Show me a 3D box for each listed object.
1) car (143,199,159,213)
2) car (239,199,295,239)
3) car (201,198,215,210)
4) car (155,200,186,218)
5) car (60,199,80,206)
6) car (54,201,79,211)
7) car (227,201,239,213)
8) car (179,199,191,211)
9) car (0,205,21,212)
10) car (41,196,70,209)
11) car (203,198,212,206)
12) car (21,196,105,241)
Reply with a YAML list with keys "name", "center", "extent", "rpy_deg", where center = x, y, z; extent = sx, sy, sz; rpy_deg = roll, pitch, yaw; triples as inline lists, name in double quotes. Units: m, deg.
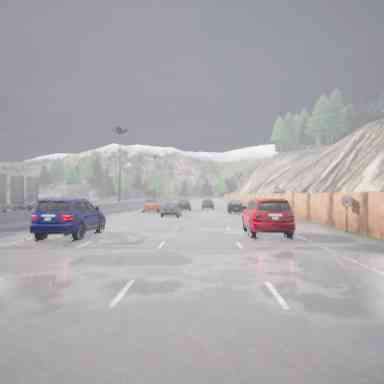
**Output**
- name: "car"
  center: [-4.984, 1.724, 43.104]
  extent: [2.097, 1.767, 4.553]
  rpy_deg: [0, -1, 3]
- name: "car"
  center: [4.126, 1.385, 18.624]
  extent: [2.150, 2.045, 5.566]
  rpy_deg: [0, 0, 2]
- name: "car"
  center: [2.503, 1.945, 52.354]
  extent: [2.128, 1.511, 4.902]
  rpy_deg: [0, 0, 3]
- name: "car"
  center: [-2.053, 1.842, 34.000]
  extent: [2.033, 1.411, 5.357]
  rpy_deg: [0, 0, 3]
- name: "car"
  center: [-24.981, 2.111, 68.378]
  extent: [2.033, 1.411, 5.357]
  rpy_deg: [0, 0, 2]
- name: "car"
  center: [-18.824, 2.031, 50.140]
  extent: [1.895, 1.301, 4.718]
  rpy_deg: [0, 0, 3]
- name: "car"
  center: [5.464, 1.844, 42.107]
  extent: [1.882, 1.535, 5.008]
  rpy_deg: [0, -1, 3]
- name: "car"
  center: [-1.188, 1.762, 47.308]
  extent: [2.097, 1.767, 4.553]
  rpy_deg: [0, 0, -1]
- name: "car"
  center: [-16.418, 1.870, 31.469]
  extent: [1.895, 1.301, 4.718]
  rpy_deg: [0, 0, 3]
- name: "car"
  center: [-22.115, 1.689, 54.267]
  extent: [2.150, 2.045, 5.566]
  rpy_deg: [0, -1, 3]
- name: "car"
  center: [3.151, 2.073, 68.723]
  extent: [1.882, 1.535, 5.008]
  rpy_deg: [0, 0, 2]
- name: "car"
  center: [-6.420, 1.373, 17.783]
  extent: [2.150, 2.045, 5.566]
  rpy_deg: [0, -1, 2]
